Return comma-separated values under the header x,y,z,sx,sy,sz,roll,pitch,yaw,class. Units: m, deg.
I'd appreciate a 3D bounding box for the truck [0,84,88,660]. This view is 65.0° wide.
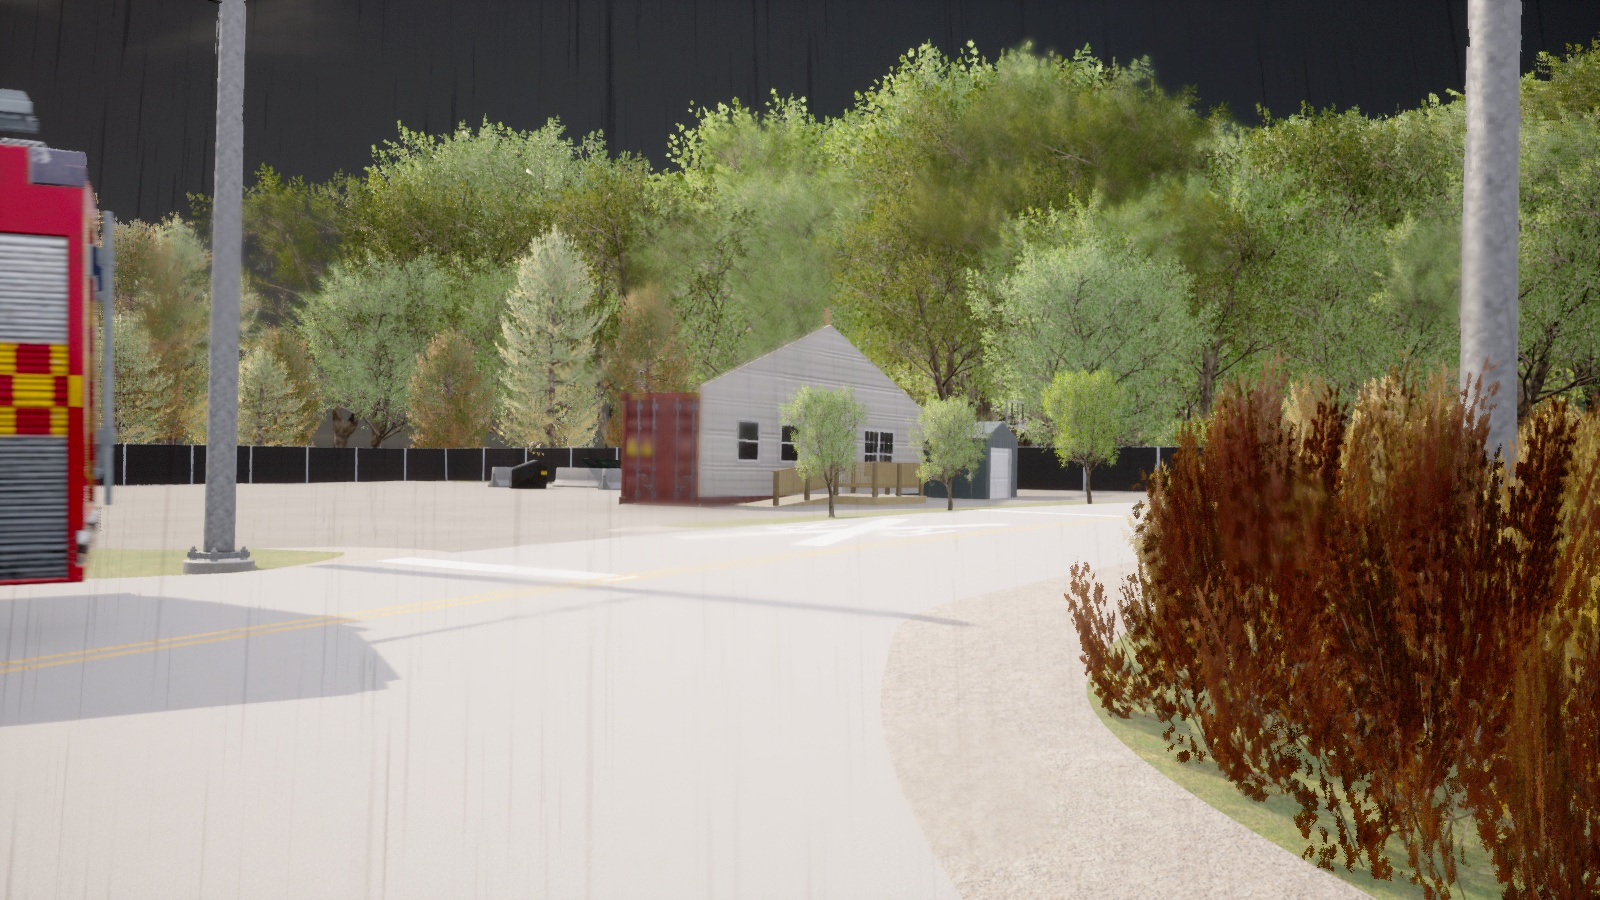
x,y,z,sx,sy,sz,roll,pitch,yaw,class
-9.419,-0.475,7.864,8.468,3.827,2.891,-1,2,-27,truck
